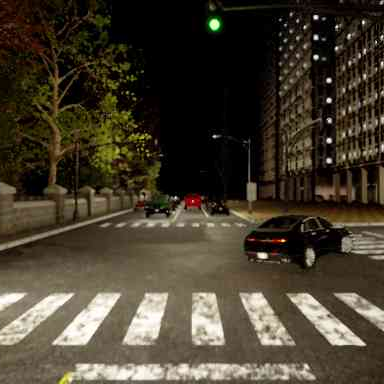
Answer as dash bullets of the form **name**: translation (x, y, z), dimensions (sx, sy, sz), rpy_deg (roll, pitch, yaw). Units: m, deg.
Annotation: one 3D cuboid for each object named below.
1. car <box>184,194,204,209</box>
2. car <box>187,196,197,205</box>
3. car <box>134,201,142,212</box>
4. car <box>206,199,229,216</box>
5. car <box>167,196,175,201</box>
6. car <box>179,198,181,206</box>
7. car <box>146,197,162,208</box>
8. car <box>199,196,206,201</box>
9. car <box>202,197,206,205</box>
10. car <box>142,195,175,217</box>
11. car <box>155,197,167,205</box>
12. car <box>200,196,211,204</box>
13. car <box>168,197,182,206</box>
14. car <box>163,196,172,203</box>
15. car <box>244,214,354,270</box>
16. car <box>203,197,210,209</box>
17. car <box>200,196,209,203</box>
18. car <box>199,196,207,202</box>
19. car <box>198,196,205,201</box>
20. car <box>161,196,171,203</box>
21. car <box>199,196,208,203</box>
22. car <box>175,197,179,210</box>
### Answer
- **car**: translation (0.102, 1.311, 46.090), dimensions (2.150, 2.045, 5.566), rpy_deg (0, 0, 0)
- **car**: translation (0.056, 1.617, 65.848), dimensions (1.882, 1.535, 5.008), rpy_deg (0, 0, 0)
- **car**: translation (-5.688, 1.654, 38.759), dimensions (1.802, 1.307, 4.206), rpy_deg (0, 0, 0)
- **car**: translation (2.692, 1.626, 33.126), dimensions (1.947, 1.339, 4.313), rpy_deg (0, 0, 0)
- **car**: translation (-5.686, 1.755, 89.450), dimensions (1.887, 1.381, 4.507), rpy_deg (0, 0, 0)
- **car**: translation (-3.024, 1.698, 49.487), dimensions (1.895, 1.301, 4.718), rpy_deg (0, 0, 1)
- **car**: translation (-5.687, 1.538, 50.024), dimensions (1.967, 1.590, 4.097), rpy_deg (0, 0, 0)
- **car**: translation (2.694, 1.792, 89.450), dimensions (1.802, 1.307, 4.206), rpy_deg (0, 0, 0)
- **car**: translation (2.693, 1.651, 44.391), dimensions (1.947, 1.339, 4.313), rpy_deg (0, 0, 0)
- **car**: translation (-3.089, 1.280, 31.950), dimensions (2.150, 2.045, 5.566), rpy_deg (0, 0, 0)
- **car**: translation (-5.686, 1.652, 61.119), dimensions (1.752, 1.417, 4.829), rpy_deg (0, 0, 0)
- **car**: translation (2.694, 1.583, 66.921), dimensions (1.967, 1.590, 4.097), rpy_deg (0, 0, 0)
- **car**: translation (-2.998, 1.615, 59.712), dimensions (2.128, 1.511, 4.902), rpy_deg (0, 0, 0)
- **car**: translation (-5.687, 1.721, 78.185), dimensions (1.887, 1.381, 4.507), rpy_deg (0, 0, 0)
- **car**: translation (3.683, 1.503, 11.144), dimensions (1.837, 1.490, 4.892), rpy_deg (-5, -3, 44)
- **car**: translation (2.693, 1.638, 38.759), dimensions (1.947, 1.339, 4.313), rpy_deg (0, 0, 0)
- **car**: translation (2.695, 1.599, 72.553), dimensions (1.967, 1.590, 4.097), rpy_deg (0, 0, 0)
- **car**: translation (2.694, 1.744, 83.817), dimensions (2.008, 1.369, 4.403), rpy_deg (0, 0, 0)
- **car**: translation (2.695, 1.811, 95.082), dimensions (1.802, 1.307, 4.206), rpy_deg (0, 0, 0)
- **car**: translation (-5.686, 1.600, 72.553), dimensions (1.967, 1.590, 4.097), rpy_deg (0, 0, 0)
- **car**: translation (2.694, 1.727, 78.185), dimensions (2.008, 1.369, 4.403), rpy_deg (0, 0, 0)
- **car**: translation (-3.053, 1.642, 41.325), dimensions (1.994, 1.385, 4.181), rpy_deg (0, 0, 1)
